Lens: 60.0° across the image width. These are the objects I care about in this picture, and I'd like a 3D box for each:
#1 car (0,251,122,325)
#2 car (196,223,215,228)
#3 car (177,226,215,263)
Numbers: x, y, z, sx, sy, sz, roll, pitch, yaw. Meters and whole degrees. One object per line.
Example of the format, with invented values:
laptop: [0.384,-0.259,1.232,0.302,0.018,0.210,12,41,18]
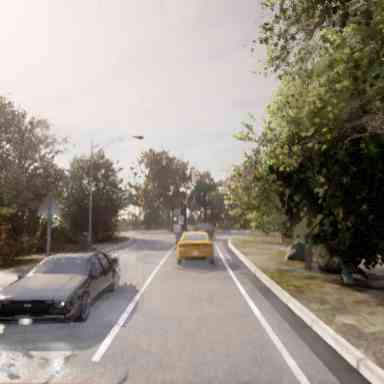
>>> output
car: [-3.335,2.407,9.361,2.033,1.411,5.357,0,-4,0]
car: [1.308,4.034,34.653,2.097,1.767,4.553,-1,-5,7]
car: [0.211,2.922,18.312,1.882,1.535,5.008,-1,-4,1]
